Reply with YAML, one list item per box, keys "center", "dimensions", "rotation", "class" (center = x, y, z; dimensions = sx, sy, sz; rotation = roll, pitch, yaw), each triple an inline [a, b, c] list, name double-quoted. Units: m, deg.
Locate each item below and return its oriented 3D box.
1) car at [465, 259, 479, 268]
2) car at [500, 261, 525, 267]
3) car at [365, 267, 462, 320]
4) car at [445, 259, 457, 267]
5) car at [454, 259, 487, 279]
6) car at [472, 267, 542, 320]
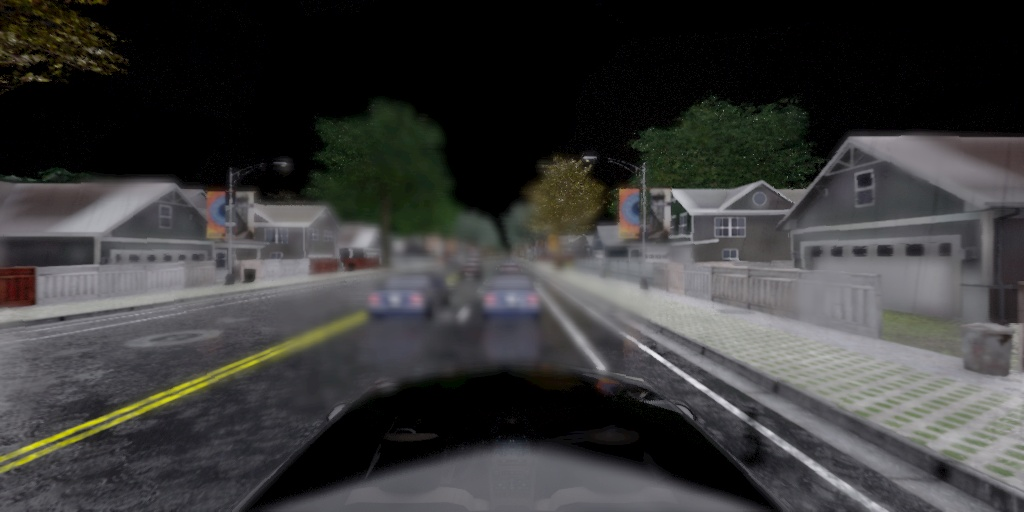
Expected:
- center: [-6.639, 1.172, 59.848]
  dimensions: [1.812, 1.442, 4.674]
  rotation: [0, 0, 0]
  class: "car"
- center: [0.003, 1.192, 29.683]
  dimensions: [2.128, 1.511, 4.902]
  rotation: [0, 0, 0]
  class: "car"
- center: [-3.240, 1.279, 12.500]
  dimensions: [2.033, 1.411, 5.357]
  rotation: [0, 0, 0]
  class: "car"
- center: [-9.881, 1.193, 59.844]
  dimensions: [2.033, 1.411, 5.357]
  rotation: [0, 0, 1]
  class: "car"
- center: [-3.248, 1.206, 29.698]
  dimensions: [1.837, 1.490, 4.892]
  rotation: [0, 0, 0]
  class: "car"
- center: [0.009, 1.279, 12.517]
  dimensions: [2.033, 1.411, 5.357]
  rotation: [0, 0, 0]
  class: "car"
